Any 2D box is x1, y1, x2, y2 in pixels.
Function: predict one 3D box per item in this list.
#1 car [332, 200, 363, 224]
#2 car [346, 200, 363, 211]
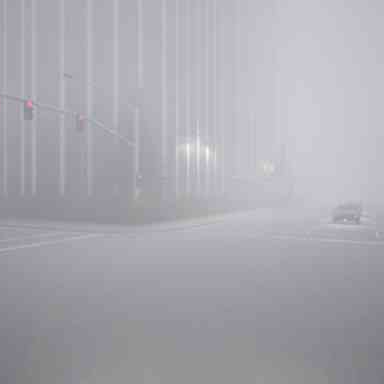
[{"bbox_3d":[12.212,1.640,26.150,2.033,1.411,5.357,0,0,28],"label":"car"},{"bbox_3d":[21.449,1.754,43.805,1.895,1.301,4.718,0,0,28],"label":"car"}]
